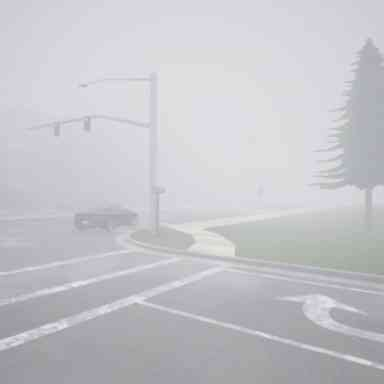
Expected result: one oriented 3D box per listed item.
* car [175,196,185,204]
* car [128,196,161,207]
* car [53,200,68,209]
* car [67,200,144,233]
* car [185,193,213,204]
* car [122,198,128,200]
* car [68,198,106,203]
[{"bbox_3d":[-1.291,1.497,64.160,1.812,1.442,4.674,0,0,36],"label":"car"},{"bbox_3d":[-6.834,1.327,50.262,2.097,1.767,4.553,0,0,35],"label":"car"},{"bbox_3d":[-15.499,1.519,44.007,2.033,1.411,5.357,0,0,35],"label":"car"},{"bbox_3d":[-4.980,1.466,20.006,1.882,1.535,5.008,-2,0,15],"label":"car"},{"bbox_3d":[1.726,1.194,62.394,2.150,2.045,5.566,0,0,36],"label":"car"},{"bbox_3d":[-9.872,1.535,52.019,1.994,1.385,4.181,0,0,35],"label":"car"},{"bbox_3d":[-12.549,1.466,42.131,2.128,1.511,4.902,0,0,35],"label":"car"}]
